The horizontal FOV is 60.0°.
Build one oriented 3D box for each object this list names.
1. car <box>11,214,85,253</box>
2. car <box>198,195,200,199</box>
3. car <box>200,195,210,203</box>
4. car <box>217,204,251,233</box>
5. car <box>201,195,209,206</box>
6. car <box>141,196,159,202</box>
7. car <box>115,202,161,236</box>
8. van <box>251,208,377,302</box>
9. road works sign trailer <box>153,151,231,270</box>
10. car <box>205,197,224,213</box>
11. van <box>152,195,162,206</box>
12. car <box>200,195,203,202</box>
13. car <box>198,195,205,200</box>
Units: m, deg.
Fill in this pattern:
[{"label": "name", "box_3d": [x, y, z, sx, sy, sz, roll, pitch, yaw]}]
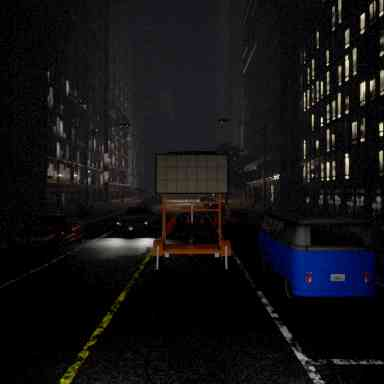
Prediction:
[{"label": "car", "box_3d": [-5.692, 1.582, 13.678, 1.802, 1.307, 4.206, 0, 0, 0]}, {"label": "car", "box_3d": [2.685, 1.410, 64.908, 1.967, 1.590, 4.097, 0, 0, 0]}, {"label": "car", "box_3d": [2.685, 1.401, 70.600, 1.967, 1.590, 4.097, 0, 0, 0]}, {"label": "car", "box_3d": [2.688, 1.581, 19.368, 1.802, 1.307, 4.206, 0, 0, 0]}, {"label": "car", "box_3d": [2.686, 1.544, 47.831, 2.008, 1.369, 4.403, 0, 0, 0]}, {"label": "car", "box_3d": [-5.694, 1.548, 42.141, 2.008, 1.369, 4.403, 0, 0, 0]}, {"label": "car", "box_3d": [-3.002, 1.525, 18.637, 1.812, 1.442, 4.674, 0, 0, 0]}, {"label": "van", "box_3d": [2.689, 1.341, 7.984, 1.690, 1.788, 3.998, 0, 0, 0]}, {"label": "road works sign trailer", "box_3d": [-0.001, 0.464, 11.003, 2.380, 3.560, 2.880, 0, 0, 0]}, {"label": "car", "box_3d": [2.687, 1.581, 36.446, 1.802, 1.307, 4.206, 0, 0, 0]}, {"label": "van", "box_3d": [-5.694, 1.328, 53.526, 1.690, 1.788, 3.998, 0, 0, 0]}, {"label": "car", "box_3d": [2.686, 1.538, 53.523, 2.008, 1.369, 4.403, 0, 0, 0]}, {"label": "car", "box_3d": [2.683, 1.462, 93.371, 1.887, 1.381, 4.507, 0, 0, 0]}]
